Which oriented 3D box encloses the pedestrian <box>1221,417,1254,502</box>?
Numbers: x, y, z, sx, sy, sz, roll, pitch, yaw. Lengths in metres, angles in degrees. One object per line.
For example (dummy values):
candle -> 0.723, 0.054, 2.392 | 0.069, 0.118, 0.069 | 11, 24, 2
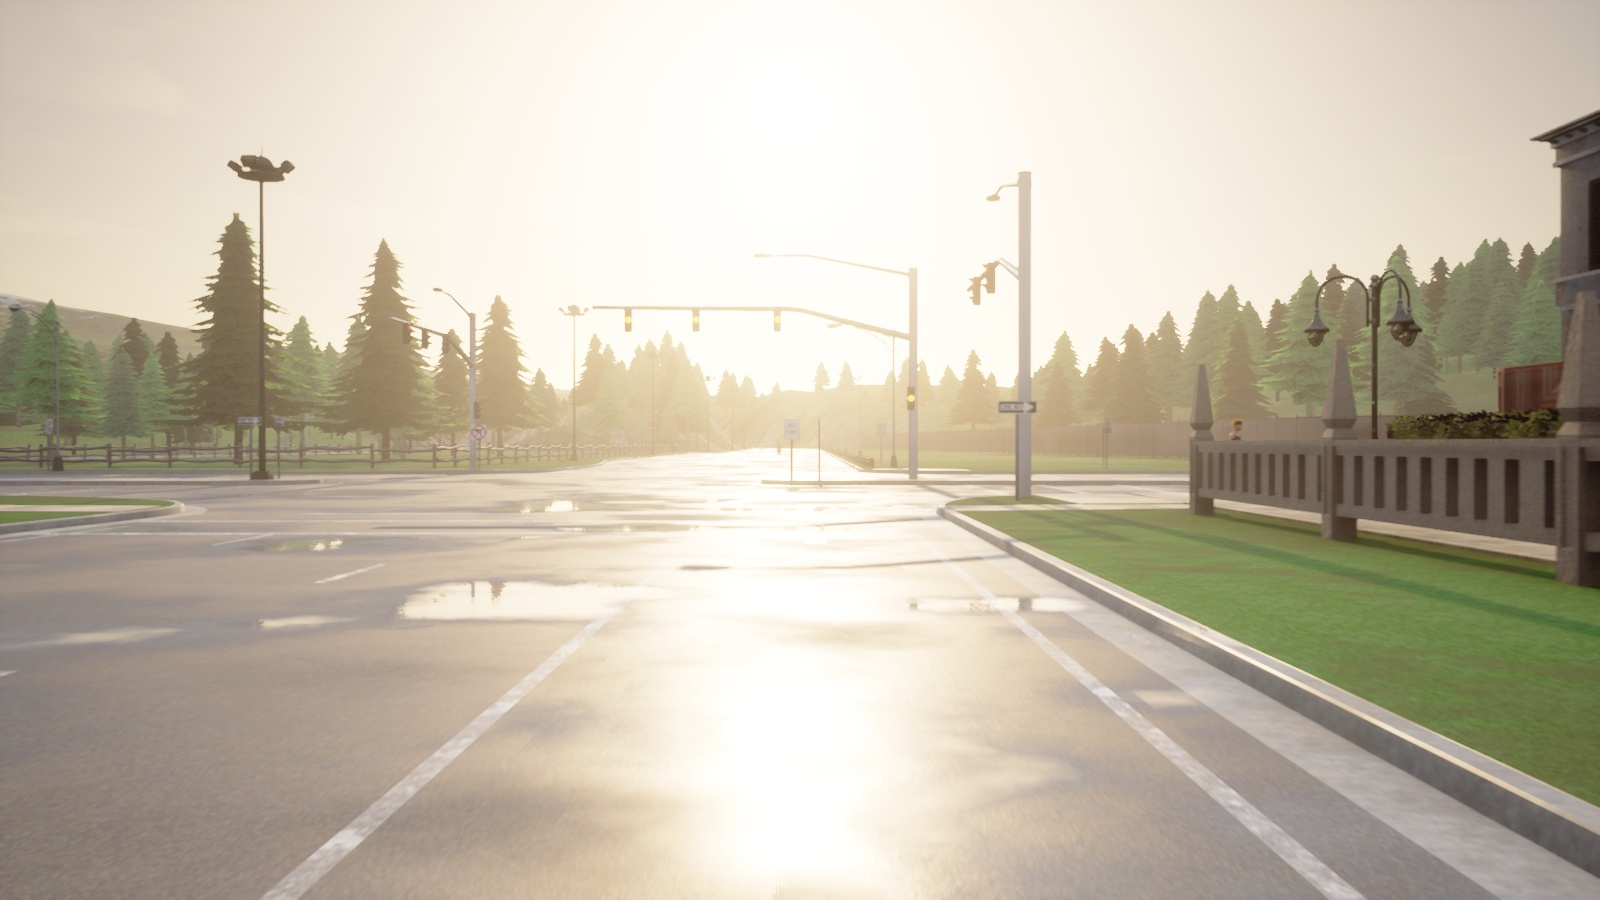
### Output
pedestrian -> 9.618, 0.203, 27.594 | 0.594, 1.836, 0.345 | 0, 0, 45
